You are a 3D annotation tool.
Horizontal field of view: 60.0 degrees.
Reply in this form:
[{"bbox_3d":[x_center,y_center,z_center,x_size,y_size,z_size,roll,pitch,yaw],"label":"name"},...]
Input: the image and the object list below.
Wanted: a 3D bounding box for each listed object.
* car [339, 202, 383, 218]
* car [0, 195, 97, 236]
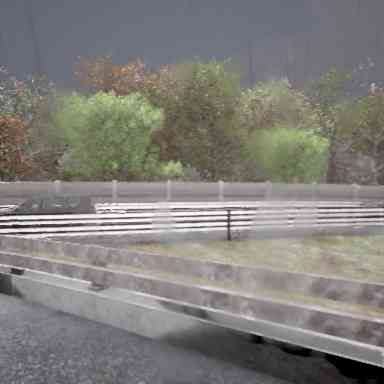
[{"bbox_3d":[12.658,1.467,23.219,4.892,1.490,1.837,-2,0,-15],"label":"car"},{"bbox_3d":[-7.875,1.228,17.547,5.566,2.045,2.150,-2,1,-13],"label":"car"}]
